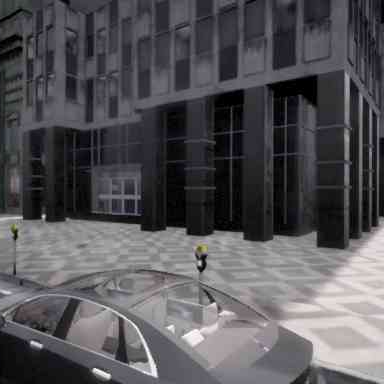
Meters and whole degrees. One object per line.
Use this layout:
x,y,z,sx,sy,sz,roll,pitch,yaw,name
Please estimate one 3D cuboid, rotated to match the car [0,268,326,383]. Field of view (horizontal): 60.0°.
-0.915,1.550,3.613,4.403,1.369,2.008,0,0,36,car
